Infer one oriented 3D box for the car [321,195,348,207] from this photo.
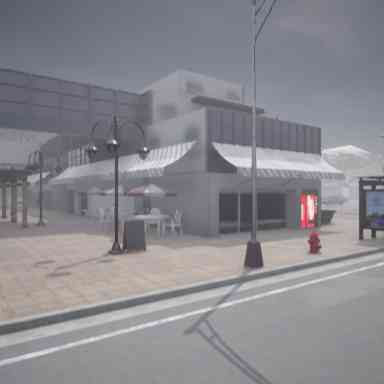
[{"bbox_3d":[20.691,1.304,49.929,5.027,1.636,2.152,0,0,-36],"label":"car"}]
